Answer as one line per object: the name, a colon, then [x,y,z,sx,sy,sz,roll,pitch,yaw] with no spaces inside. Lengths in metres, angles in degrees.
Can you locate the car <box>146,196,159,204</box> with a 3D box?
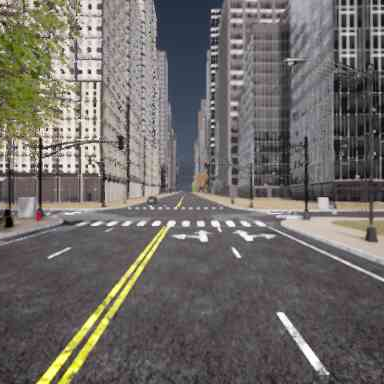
car: [-7.170,1.438,60.469,1.812,1.442,4.674,0,0,-1]
